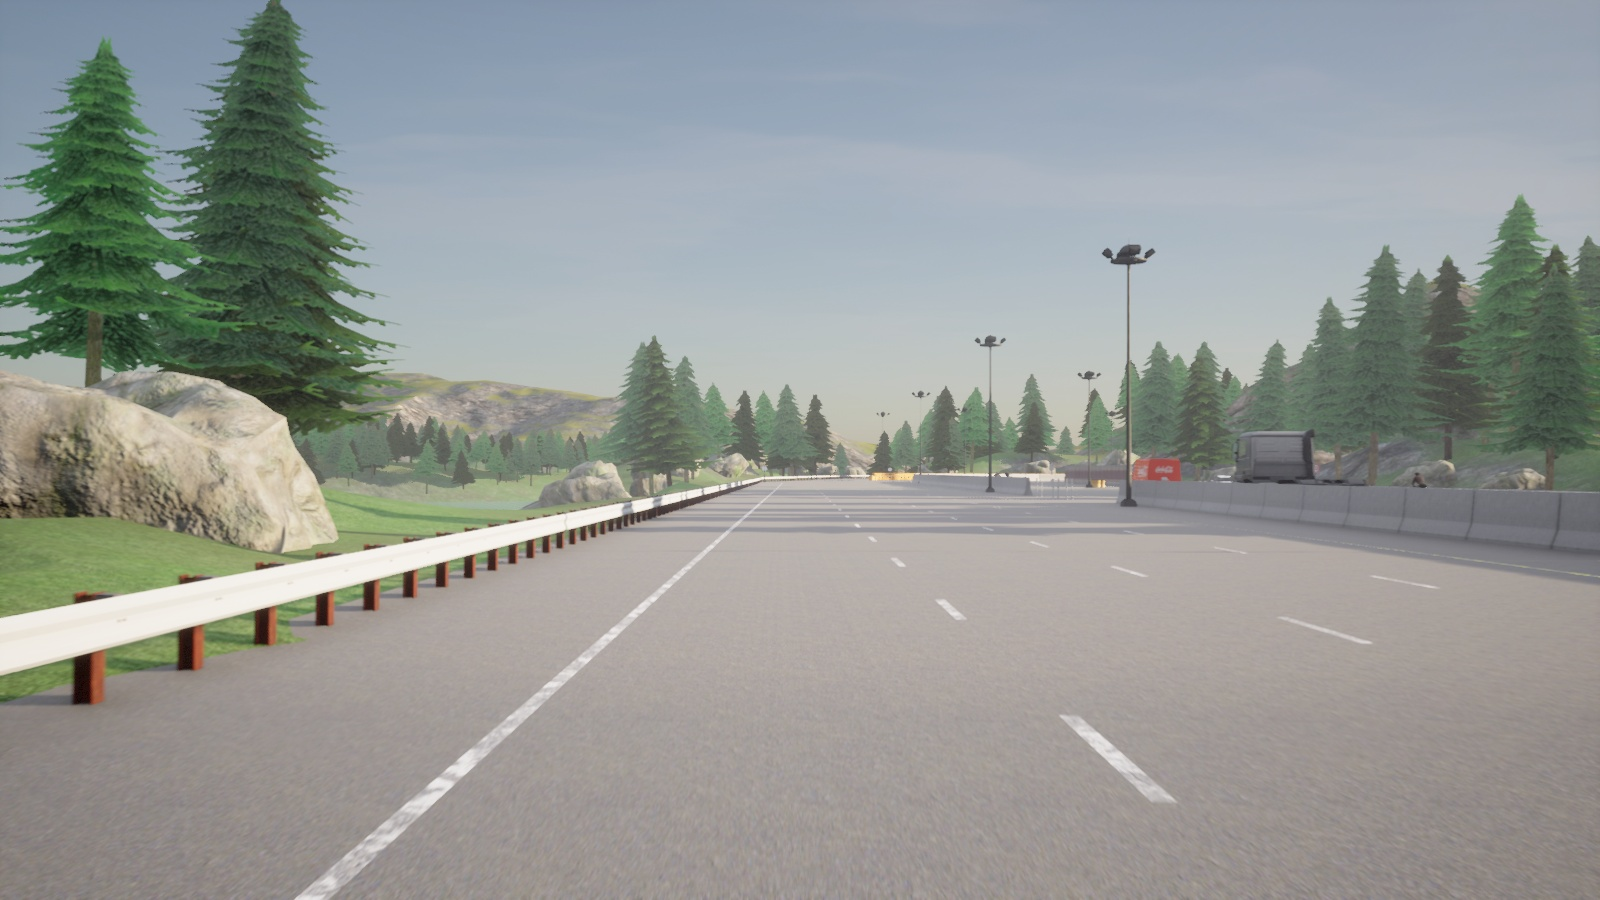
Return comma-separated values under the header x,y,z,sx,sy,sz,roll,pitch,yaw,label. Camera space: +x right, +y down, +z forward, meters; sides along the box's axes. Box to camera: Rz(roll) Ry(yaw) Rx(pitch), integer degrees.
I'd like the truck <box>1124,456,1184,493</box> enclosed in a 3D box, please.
x,y,z,sx,sy,sz,roll,pitch,yaw,label
24.296,1.670,86.324,2.627,2.467,5.204,0,-1,0,truck

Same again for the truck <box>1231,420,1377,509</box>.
x,y,z,sx,sy,sz,roll,pitch,yaw,label
20.872,0.629,52.566,2.891,3.462,7.936,0,-1,0,truck
